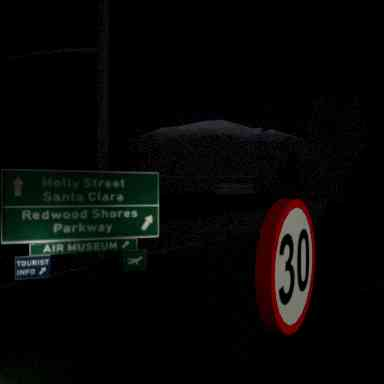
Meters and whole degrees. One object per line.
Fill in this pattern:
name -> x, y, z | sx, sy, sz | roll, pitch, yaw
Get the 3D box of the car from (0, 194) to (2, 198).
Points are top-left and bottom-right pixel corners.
car -> -38.761, 1.489, 69.909 | 4.514, 1.523, 2.007 | 0, 0, 35

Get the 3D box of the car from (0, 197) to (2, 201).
car -> -12.447, 1.505, 26.033 | 1.905, 1.878, 3.866 | 0, 0, 35
